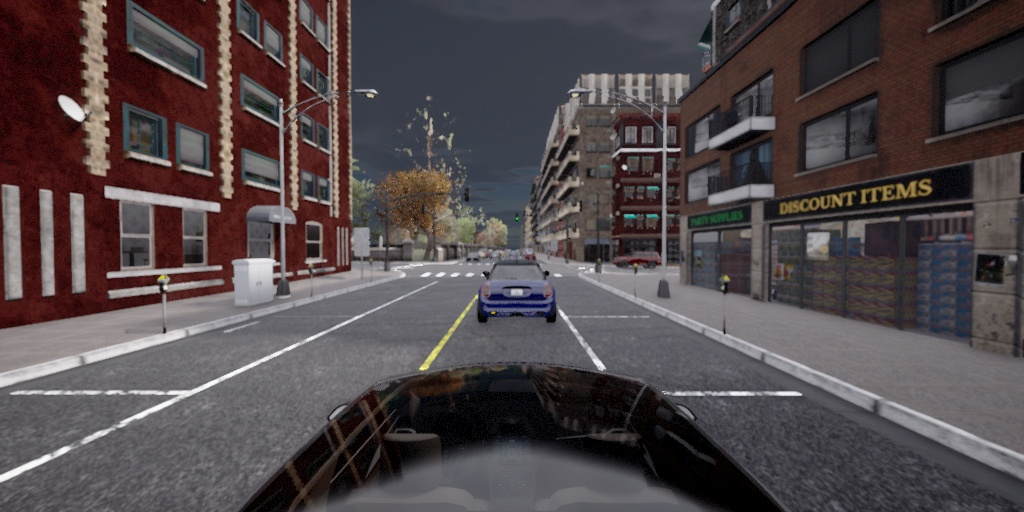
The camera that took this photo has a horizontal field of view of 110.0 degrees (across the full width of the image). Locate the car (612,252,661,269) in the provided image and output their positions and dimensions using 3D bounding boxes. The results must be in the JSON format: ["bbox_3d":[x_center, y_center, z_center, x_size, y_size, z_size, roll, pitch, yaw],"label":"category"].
[{"bbox_3d":[13.586,0.431,39.106,5.009,1.841,2.192,0,0,0],"label":"car"}]

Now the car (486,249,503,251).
[{"bbox_3d":[-2.827,-0.200,61.365,2.128,1.511,4.902,0,1,1],"label":"car"}]

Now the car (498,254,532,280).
[{"bbox_3d":[0.183,0.672,24.810,2.128,1.511,4.902,0,1,0],"label":"car"}]

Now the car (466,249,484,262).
[{"bbox_3d":[-5.508,0.107,51.507,1.948,1.339,4.313,0,0,0],"label":"car"}]

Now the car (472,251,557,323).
[{"bbox_3d":[0.133,0.869,11.170,2.097,1.767,4.553,0,2,0],"label":"car"}]

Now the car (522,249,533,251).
[{"bbox_3d":[2.893,-0.047,57.104,1.888,1.381,4.507,0,0,0],"label":"car"}]

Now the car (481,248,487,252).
[{"bbox_3d":[-5.467,-0.199,62.595,1.751,1.417,4.829,0,0,0],"label":"car"}]

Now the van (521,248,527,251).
[{"bbox_3d":[2.914,-0.384,62.733,1.690,1.789,3.998,0,0,0],"label":"van"}]
